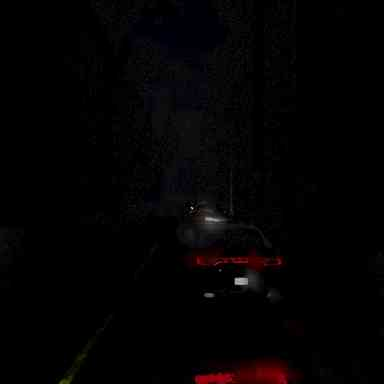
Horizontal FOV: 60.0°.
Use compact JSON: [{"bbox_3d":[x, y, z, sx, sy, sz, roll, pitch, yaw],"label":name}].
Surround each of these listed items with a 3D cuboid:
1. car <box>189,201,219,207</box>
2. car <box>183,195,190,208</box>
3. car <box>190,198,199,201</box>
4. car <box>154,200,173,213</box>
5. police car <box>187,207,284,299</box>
[{"bbox_3d":[0.905,1.477,18.539,1.882,1.535,5.008,0,0,0],"label":"car"},{"bbox_3d":[0.040,1.559,47.293,1.994,1.385,4.181,0,0,1],"label":"car"},{"bbox_3d":[0.906,1.454,24.730,1.801,1.575,5.366,0,0,0],"label":"car"},{"bbox_3d":[-3.091,1.545,37.057,2.033,1.411,5.357,0,0,0],"label":"car"},{"bbox_3d":[0.902,1.425,8.650,1.930,1.638,5.238,0,0,0],"label":"police car"}]
